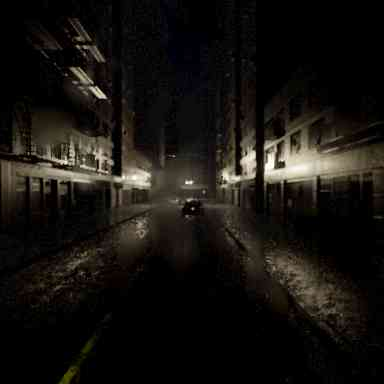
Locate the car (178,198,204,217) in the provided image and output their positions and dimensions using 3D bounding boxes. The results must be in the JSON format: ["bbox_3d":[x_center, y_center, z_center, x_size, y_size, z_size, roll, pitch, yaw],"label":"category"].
[{"bbox_3d":[0.086,1.487,31.251,2.163,1.488,4.792,0,0,0],"label":"car"}]

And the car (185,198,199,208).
[{"bbox_3d":[0.004,1.594,48.495,1.895,1.301,4.718,0,0,0],"label":"car"}]

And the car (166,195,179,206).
[{"bbox_3d":[-3.068,1.349,54.520,2.097,1.767,4.553,0,0,0],"label":"car"}]
